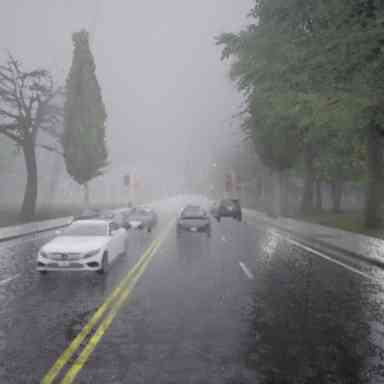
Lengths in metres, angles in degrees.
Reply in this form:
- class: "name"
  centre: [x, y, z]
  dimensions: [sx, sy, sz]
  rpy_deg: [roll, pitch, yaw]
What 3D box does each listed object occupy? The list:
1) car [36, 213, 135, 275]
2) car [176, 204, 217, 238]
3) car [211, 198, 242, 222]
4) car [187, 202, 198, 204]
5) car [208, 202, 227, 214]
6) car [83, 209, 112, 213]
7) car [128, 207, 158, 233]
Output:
- class: "car"
  centre: [-3.314, 1.626, 10.974]
  dimensions: [1.812, 1.442, 4.674]
  rpy_deg: [0, -1, 0]
- class: "car"
  centre: [0.085, 1.687, 19.138]
  dimensions: [2.128, 1.511, 4.902]
  rpy_deg: [0, -1, 0]
- class: "car"
  centre: [3.228, 1.577, 30.557]
  dimensions: [2.150, 2.045, 5.566]
  rpy_deg: [0, -1, 0]
- class: "car"
  centre: [0.071, 1.980, 40.001]
  dimensions: [2.128, 1.511, 4.902]
  rpy_deg: [0, -1, 0]
- class: "car"
  centre: [3.243, 2.084, 43.455]
  dimensions: [2.033, 1.411, 5.357]
  rpy_deg: [0, -1, 0]
- class: "car"
  centre: [-6.517, 1.847, 22.683]
  dimensions: [2.033, 1.411, 5.357]
  rpy_deg: [0, -1, 0]
- class: "car"
  centre: [-3.265, 1.718, 21.409]
  dimensions: [2.128, 1.511, 4.902]
  rpy_deg: [0, -1, 0]
